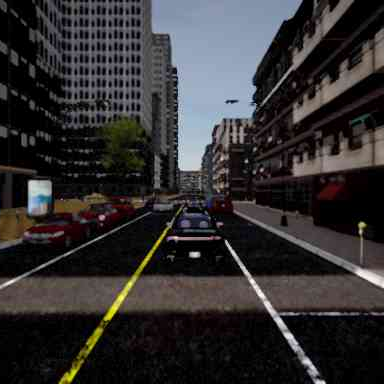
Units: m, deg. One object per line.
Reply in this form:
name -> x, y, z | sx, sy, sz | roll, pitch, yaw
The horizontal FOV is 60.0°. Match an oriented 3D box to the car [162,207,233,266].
car -> 0.087, 1.475, 11.438 | 2.128, 1.511, 4.902 | 0, 0, 0

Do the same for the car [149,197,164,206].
car -> -5.671, 1.498, 53.043 | 1.947, 1.339, 4.313 | 0, 0, 0

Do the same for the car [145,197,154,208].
car -> -5.673, 1.503, 47.797 | 1.947, 1.339, 4.313 | 0, 0, 0

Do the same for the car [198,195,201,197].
car -> 2.726, 1.462, 92.685 | 1.947, 1.339, 4.313 | 0, 0, 0

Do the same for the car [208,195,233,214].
car -> 2.701, 1.272, 31.141 | 2.192, 1.841, 5.009 | 0, 0, 0

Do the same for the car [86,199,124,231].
car -> -5.684, 1.411, 20.042 | 1.967, 1.590, 4.097 | 0, 0, 0

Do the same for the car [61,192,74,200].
car -> -27.342, 0.758, 67.635 | 5.009, 1.841, 2.192 | 1, -1, -1

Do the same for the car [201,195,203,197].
car -> 2.707, 1.378, 47.794 | 1.967, 1.590, 4.097 | 0, 0, 0

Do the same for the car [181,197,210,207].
car -> 0.097, 1.453, 27.163 | 2.128, 1.511, 4.902 | 0, 0, 0

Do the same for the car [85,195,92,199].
car -> -22.001, 1.035, 76.158 | 4.829, 1.417, 1.752 | 1, -1, -1

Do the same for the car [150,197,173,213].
car -> -3.083, 1.551, 36.027 | 1.895, 1.301, 4.718 | 0, 0, 0

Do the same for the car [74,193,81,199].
car -> -27.446, 0.974, 76.011 | 4.313, 1.339, 1.947 | 1, -1, -1

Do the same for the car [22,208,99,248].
car -> -5.686, 1.560, 14.491 | 1.802, 1.307, 4.206 | 0, 0, 0

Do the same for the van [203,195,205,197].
van -> 2.705, 1.285, 42.244 | 1.690, 1.788, 3.998 | 0, 0, 0

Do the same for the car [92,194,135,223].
car -> -5.682, 1.278, 25.593 | 2.192, 1.841, 5.009 | 0, 0, 0

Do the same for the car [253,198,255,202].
car -> 16.059, 1.668, 76.488 | 4.097, 1.590, 1.967 | 1, -1, -1
